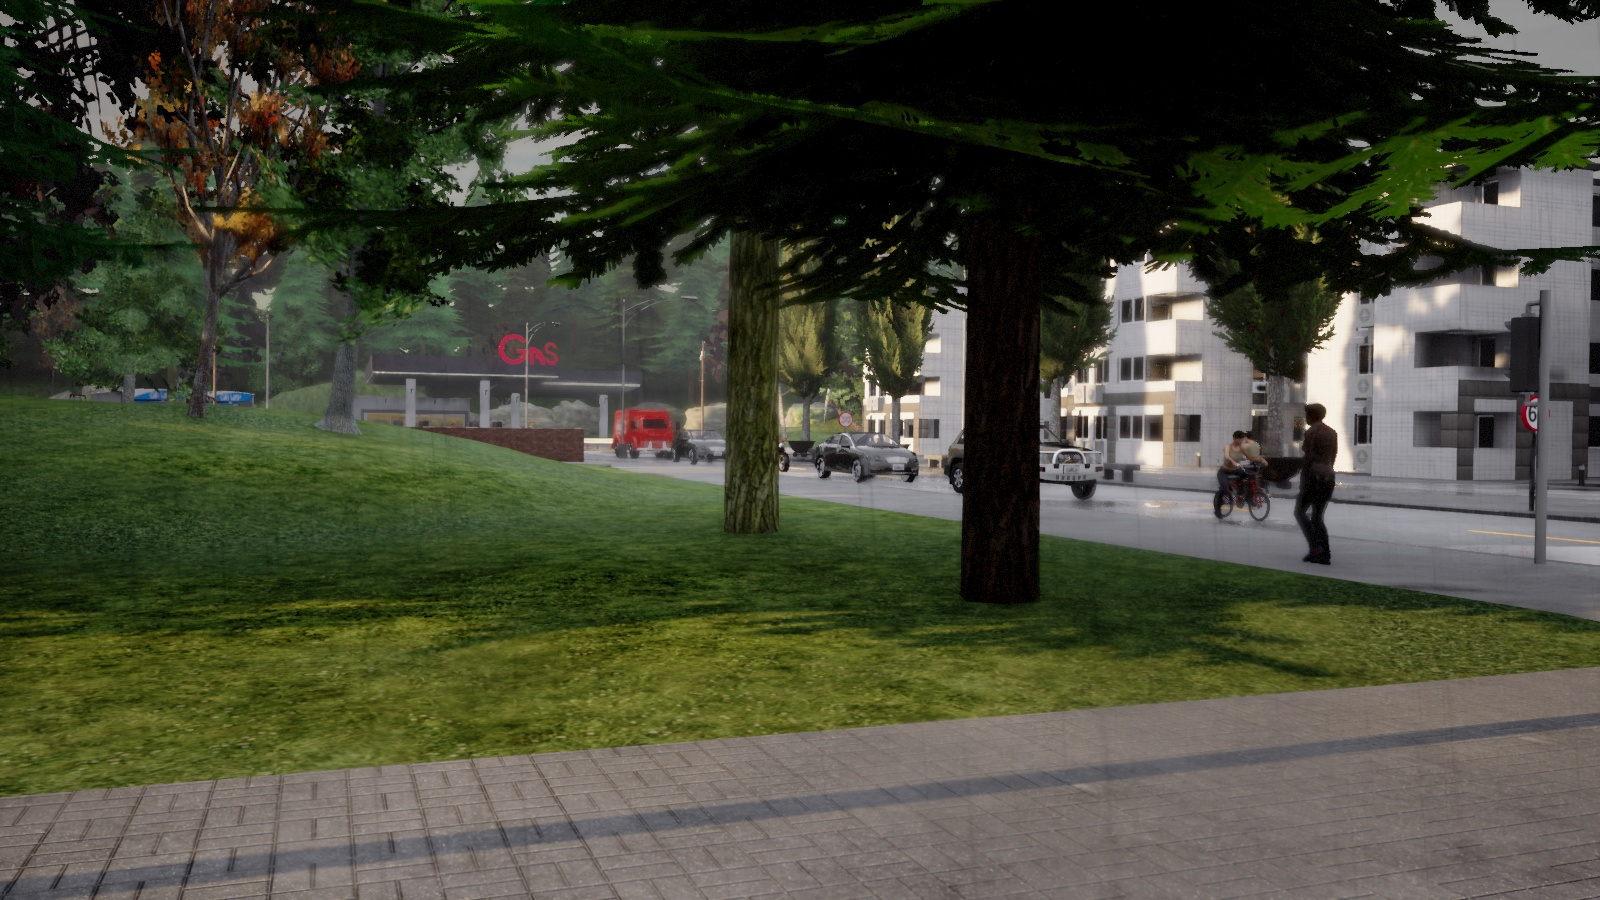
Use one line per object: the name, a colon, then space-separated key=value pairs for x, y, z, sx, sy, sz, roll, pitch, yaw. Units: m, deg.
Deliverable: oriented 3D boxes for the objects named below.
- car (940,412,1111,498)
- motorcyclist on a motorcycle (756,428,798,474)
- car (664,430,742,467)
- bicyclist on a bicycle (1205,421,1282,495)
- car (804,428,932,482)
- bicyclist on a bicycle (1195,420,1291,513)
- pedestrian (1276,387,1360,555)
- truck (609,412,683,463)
car: x=5.250 y=0.071 z=29.922 sx=1.932 sy=1.855 sz=4.605 roll=-1 pitch=1 yaw=-21
motorcyclist on a motorcycle: x=-0.862 y=0.008 z=46.063 sx=0.766 sy=1.649 sz=2.350 roll=-1 pitch=1 yaw=-21
car: x=-4.336 y=-0.097 z=55.233 sx=2.128 sy=1.511 sz=4.902 roll=-1 pitch=1 yaw=-21
bicyclist on a bicycle: x=10.062 y=0.162 z=28.532 sx=0.866 sy=1.612 sz=1.509 roll=-1 pitch=1 yaw=-21
car: x=1.986 y=0.106 z=38.546 sx=2.128 sy=1.511 sz=4.902 roll=-1 pitch=1 yaw=-21
bicyclist on a bicycle: x=8.000 y=0.278 z=22.736 sx=0.866 sy=1.612 sz=1.509 roll=-1 pitch=1 yaw=-20
pedestrian: x=5.723 y=0.220 z=13.902 sx=0.328 sy=1.805 sz=0.869 roll=-1 pitch=1 yaw=-24
truck: x=-8.029 y=-0.661 z=65.033 sx=2.627 sy=2.467 sz=5.204 roll=-1 pitch=1 yaw=-20
